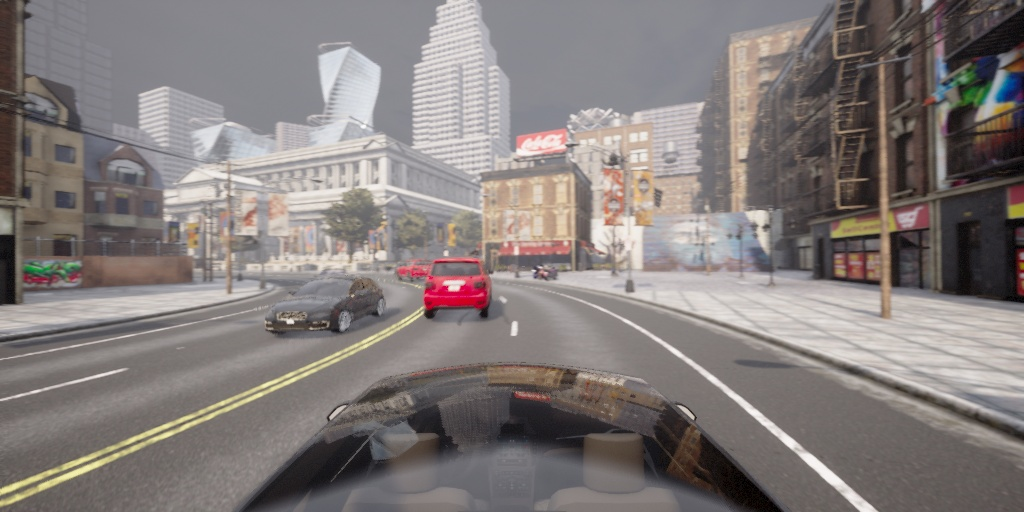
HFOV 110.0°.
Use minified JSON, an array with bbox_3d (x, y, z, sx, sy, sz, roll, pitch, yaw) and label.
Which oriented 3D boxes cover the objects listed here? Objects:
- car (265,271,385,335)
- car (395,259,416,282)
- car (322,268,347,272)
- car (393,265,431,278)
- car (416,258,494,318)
[{"bbox_3d":[-5.504,1.395,11.267,1.837,1.490,4.892,0,-1,-1],"label":"car"},{"bbox_3d":[-9.200,1.346,33.935,2.150,2.045,5.566,0,-1,-34],"label":"car"},{"bbox_3d":[-10.986,1.533,22.160,2.128,1.511,4.902,0,-1,-22],"label":"car"},{"bbox_3d":[-11.949,1.777,42.589,2.033,1.411,5.357,0,-1,-43],"label":"car"},{"bbox_3d":[-1.923,1.099,13.837,2.150,2.045,5.566,0,0,-3],"label":"car"}]
